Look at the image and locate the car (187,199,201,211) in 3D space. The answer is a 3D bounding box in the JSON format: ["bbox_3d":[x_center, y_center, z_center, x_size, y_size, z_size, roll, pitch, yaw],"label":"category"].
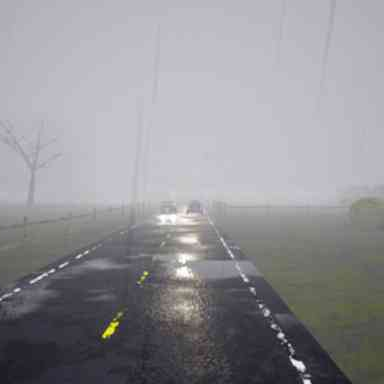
[{"bbox_3d":[0.339,1.762,47.163,1.882,1.535,5.008,0,0,1],"label":"car"}]

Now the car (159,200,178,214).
[{"bbox_3d":[-2.631,1.719,38.343,2.128,1.511,4.902,0,0,0],"label":"car"}]

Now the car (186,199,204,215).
[{"bbox_3d":[0.302,1.765,36.679,2.033,1.411,5.357,0,0,0],"label":"car"}]
